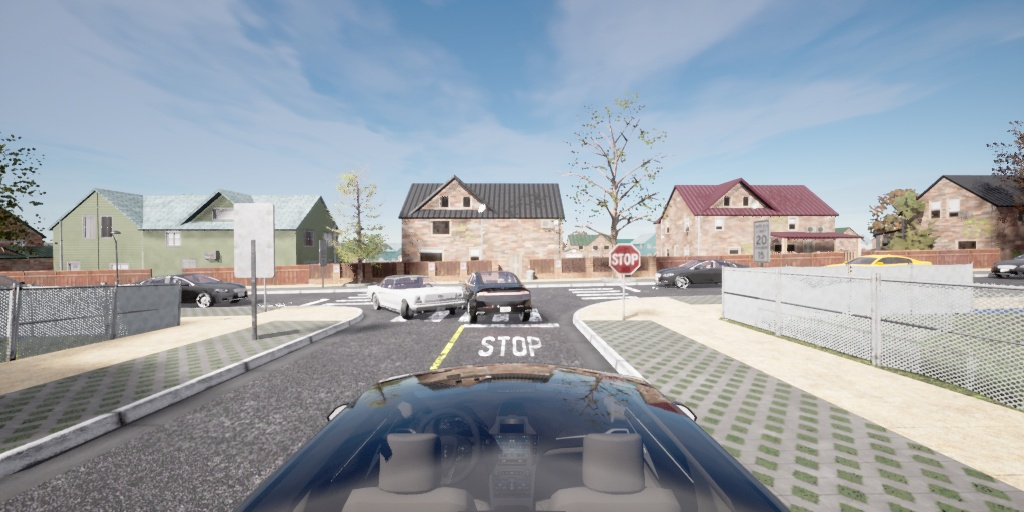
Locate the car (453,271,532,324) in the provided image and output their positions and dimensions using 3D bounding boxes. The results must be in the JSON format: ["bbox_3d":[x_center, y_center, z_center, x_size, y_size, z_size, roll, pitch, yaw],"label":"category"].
[{"bbox_3d":[-0.684,1.242,12.117,2.128,1.511,4.902,0,0,-12],"label":"car"}]

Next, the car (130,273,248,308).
[{"bbox_3d":[-14.900,1.566,16.474,4.902,1.511,2.128,-1,1,0],"label":"car"}]

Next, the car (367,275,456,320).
[{"bbox_3d":[-3.600,1.367,12.977,1.895,1.301,4.718,0,0,-38],"label":"car"}]

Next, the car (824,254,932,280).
[{"bbox_3d":[19.763,0.690,19.560,5.008,1.535,1.882,-1,1,-1],"label":"car"}]

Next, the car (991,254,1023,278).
[{"bbox_3d":[29.388,0.477,19.595,4.902,1.511,2.128,-1,1,0],"label":"car"}]

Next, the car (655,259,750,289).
[{"bbox_3d":[10.333,0.925,19.524,4.902,1.511,2.128,-1,1,0],"label":"car"}]

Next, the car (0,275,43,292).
[{"bbox_3d":[-24.238,1.648,16.434,4.553,1.767,2.097,-1,1,0],"label":"car"}]
